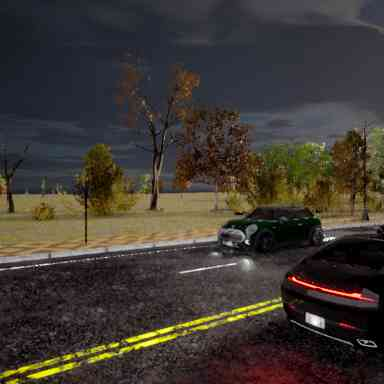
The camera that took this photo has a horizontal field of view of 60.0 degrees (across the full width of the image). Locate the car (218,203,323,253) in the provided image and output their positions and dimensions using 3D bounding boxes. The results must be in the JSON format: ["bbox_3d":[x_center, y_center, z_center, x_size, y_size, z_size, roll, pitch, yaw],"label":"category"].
[{"bbox_3d":[3.280,1.349,13.704,4.553,1.767,2.097,0,0,-33],"label":"car"}]

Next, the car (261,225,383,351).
[{"bbox_3d":[3.678,1.504,5.907,4.892,1.490,1.837,0,0,-34],"label":"car"}]
